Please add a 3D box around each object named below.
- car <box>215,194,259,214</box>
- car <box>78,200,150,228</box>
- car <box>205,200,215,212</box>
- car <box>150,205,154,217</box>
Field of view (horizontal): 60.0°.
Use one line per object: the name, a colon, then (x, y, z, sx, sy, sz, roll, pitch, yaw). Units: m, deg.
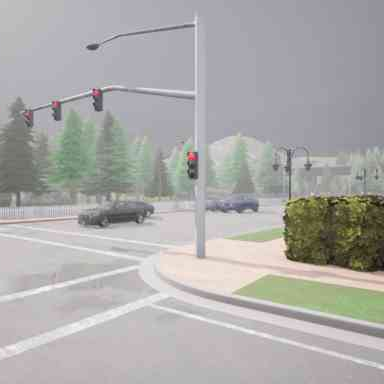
car: (5.227, 1.217, 35.828, 2.150, 2.045, 5.566, 0, 1, 39)
car: (-5.377, 1.352, 22.525, 2.097, 1.767, 4.553, 0, 0, 39)
car: (2.425, 1.563, 37.929, 1.994, 1.385, 4.181, 0, 0, 38)
car: (-5.317, 1.505, 28.224, 1.837, 1.490, 4.892, 0, 0, 39)
